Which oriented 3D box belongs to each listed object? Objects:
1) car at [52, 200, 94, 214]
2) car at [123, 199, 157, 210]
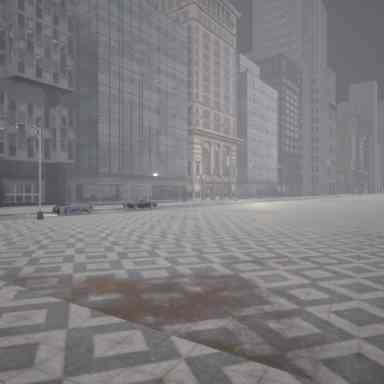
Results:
[{"bbox_3d":[-12.509,1.576,35.174,1.994,1.385,4.181,0,0,37],"label":"car"},{"bbox_3d":[-6.742,1.599,43.287,1.895,1.301,4.718,0,0,35],"label":"car"}]
